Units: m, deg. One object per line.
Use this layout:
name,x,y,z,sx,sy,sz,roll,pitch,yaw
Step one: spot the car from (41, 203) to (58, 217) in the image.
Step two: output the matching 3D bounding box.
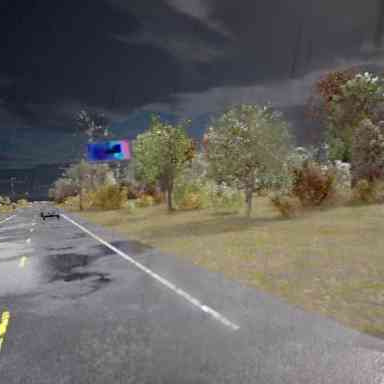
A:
car,-20.475,2.542,47.716,2.097,1.767,4.553,-3,0,-24

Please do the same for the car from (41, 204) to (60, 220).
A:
car,-16.990,2.535,40.108,2.033,1.411,5.357,-3,0,-24
